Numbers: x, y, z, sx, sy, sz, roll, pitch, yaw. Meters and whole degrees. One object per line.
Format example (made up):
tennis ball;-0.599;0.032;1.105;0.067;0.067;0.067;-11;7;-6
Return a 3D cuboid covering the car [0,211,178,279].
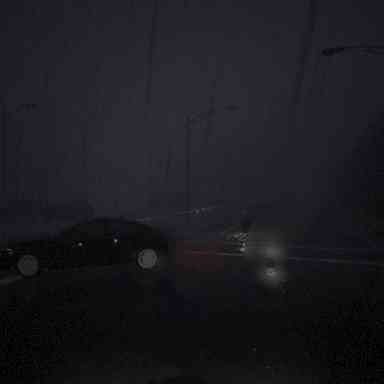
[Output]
car;-2.928;1.473;9.925;5.008;1.535;1.882;0;0;-19

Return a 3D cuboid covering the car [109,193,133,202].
car;-13.927;1.031;65.314;4.605;1.855;1.932;0;0;18

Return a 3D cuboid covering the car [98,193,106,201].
car;-20.342;0.998;70.932;3.866;1.878;1.905;0;0;18

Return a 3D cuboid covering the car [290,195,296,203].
car;19.665;1.447;66.256;2.128;1.511;4.902;0;0;19

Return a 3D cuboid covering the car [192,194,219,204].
car;1.557;1.112;56.811;5.027;1.636;2.152;0;0;18

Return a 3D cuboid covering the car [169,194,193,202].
car;-2.229;1.241;68.713;4.514;1.523;2.007;0;0;18

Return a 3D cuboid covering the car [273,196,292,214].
car;9.536;1.475;36.061;1.837;1.490;4.892;0;0;19

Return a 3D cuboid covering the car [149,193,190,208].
car;-3.044;1.064;41.795;4.605;1.855;1.932;0;0;18

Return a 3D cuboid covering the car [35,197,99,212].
car;-9.083;1.350;24.219;3.633;1.501;1.845;0;0;18

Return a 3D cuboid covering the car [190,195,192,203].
car;-2.511;1.042;44.681;3.866;1.878;1.905;0;0;18

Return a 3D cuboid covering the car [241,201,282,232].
car;4.222;1.505;20.226;1.812;1.442;4.674;0;0;19

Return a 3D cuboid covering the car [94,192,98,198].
car;-21.979;1.283;67.974;3.806;1.475;1.970;0;0;18

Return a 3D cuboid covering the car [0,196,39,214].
car;-15.171;1.349;29.404;3.806;1.475;1.970;0;0;18

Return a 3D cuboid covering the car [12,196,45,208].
car;-21.779;1.264;44.270;3.633;1.501;1.845;0;0;18

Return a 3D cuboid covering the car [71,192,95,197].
car;-18.562;1.237;53.730;4.514;1.523;2.007;0;0;18
